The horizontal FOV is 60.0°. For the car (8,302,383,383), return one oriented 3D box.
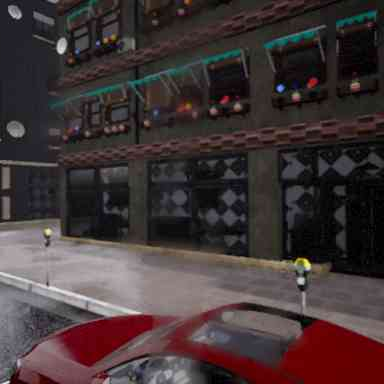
[{"bbox_3d":[0.260,1.580,2.546,4.206,1.307,1.802,0,-1,36],"label":"car"}]
